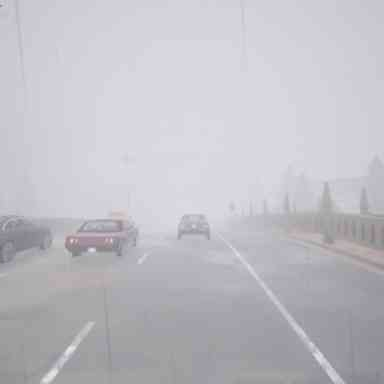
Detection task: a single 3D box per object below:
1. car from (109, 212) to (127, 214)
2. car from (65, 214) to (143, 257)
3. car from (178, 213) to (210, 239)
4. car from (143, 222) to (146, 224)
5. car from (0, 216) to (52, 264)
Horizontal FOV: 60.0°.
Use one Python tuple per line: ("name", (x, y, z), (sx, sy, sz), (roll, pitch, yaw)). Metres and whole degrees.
("car", (-6.886, 2.717, 31.854), (2.097, 1.767, 4.553), (0, -6, 0))
("car", (-3.393, 1.759, 13.520), (1.895, 1.301, 4.718), (0, -2, 0))
("car", (0.109, 1.978, 19.810), (2.033, 1.411, 5.357), (0, -3, 0))
("car", (-13.964, 9.001, 92.125), (1.895, 1.301, 4.718), (0, -3, 0))
("car", (-6.893, 1.616, 12.301), (2.128, 1.511, 4.902), (0, -1, 0))
